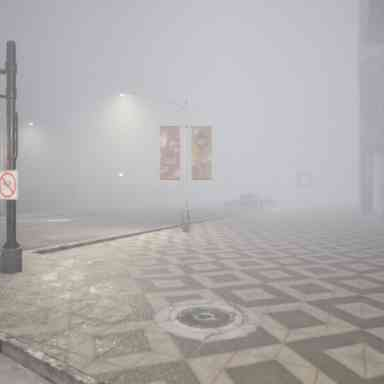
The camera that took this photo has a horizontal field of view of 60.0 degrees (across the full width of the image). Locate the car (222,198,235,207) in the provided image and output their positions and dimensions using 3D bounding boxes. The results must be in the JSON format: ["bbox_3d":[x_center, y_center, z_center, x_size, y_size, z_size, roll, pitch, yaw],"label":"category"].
[{"bbox_3d":[6.150,1.569,49.048,1.895,1.301,4.718,0,0,27],"label":"car"}]

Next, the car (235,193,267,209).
[{"bbox_3d":[8.202,1.188,45.830,2.150,2.045,5.566,0,0,26],"label":"car"}]

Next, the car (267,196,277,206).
[{"bbox_3d":[12.719,1.448,55.159,2.128,1.511,4.902,0,0,26],"label":"car"}]

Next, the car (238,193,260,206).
[{"bbox_3d":[9.811,1.182,56.612,2.150,2.045,5.566,0,0,26],"label":"car"}]
